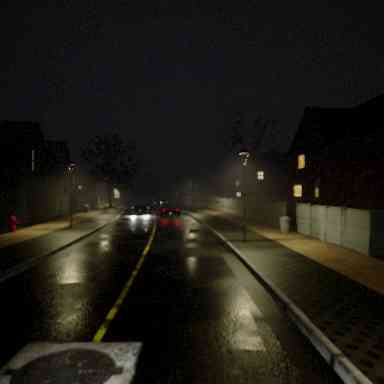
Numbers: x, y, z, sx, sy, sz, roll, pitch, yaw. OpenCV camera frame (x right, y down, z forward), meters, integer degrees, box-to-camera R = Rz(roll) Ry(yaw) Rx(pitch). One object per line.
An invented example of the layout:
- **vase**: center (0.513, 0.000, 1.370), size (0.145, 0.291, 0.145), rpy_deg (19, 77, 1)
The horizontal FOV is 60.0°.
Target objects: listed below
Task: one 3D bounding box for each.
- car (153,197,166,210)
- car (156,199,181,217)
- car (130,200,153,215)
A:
- **car**: center (-4.373, 1.490, 45.569), size (2.097, 1.767, 4.553), rpy_deg (0, -1, -10)
- **car**: center (-2.191, 1.636, 32.003), size (1.895, 1.301, 4.718), rpy_deg (0, 0, -7)
- **car**: center (-5.327, 1.617, 34.567), size (1.994, 1.385, 4.181), rpy_deg (0, 0, -8)
